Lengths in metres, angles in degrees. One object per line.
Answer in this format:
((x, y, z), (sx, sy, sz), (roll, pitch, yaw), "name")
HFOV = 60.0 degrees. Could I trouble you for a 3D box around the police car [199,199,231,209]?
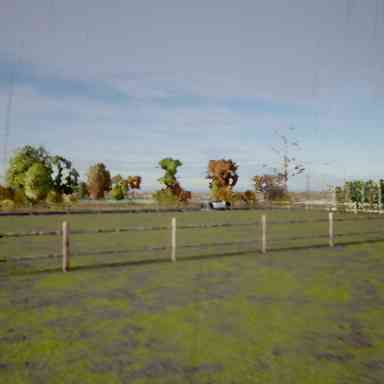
((3.544, 1.906, 52.199), (4.974, 1.542, 2.038), (0, 0, -25), "police car")
